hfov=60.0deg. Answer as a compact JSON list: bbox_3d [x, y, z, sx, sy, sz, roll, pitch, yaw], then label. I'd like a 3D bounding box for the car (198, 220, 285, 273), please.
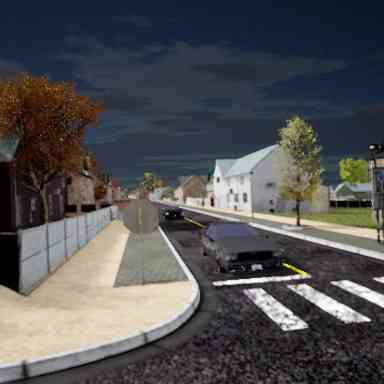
[{"bbox_3d":[1.430,1.759,12.002,2.033,1.411,5.357,-3,0,-8],"label":"car"}]

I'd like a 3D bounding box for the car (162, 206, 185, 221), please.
[{"bbox_3d":[-1.900,2.090,33.154,1.994,1.385,4.181,-3,0,-9],"label":"car"}]
